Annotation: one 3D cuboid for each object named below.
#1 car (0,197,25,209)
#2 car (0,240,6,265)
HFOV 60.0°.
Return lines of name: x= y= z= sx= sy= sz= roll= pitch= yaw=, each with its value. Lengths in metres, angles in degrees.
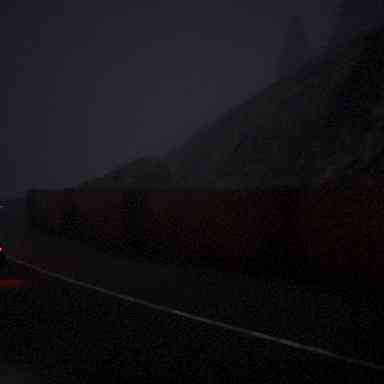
car: x=-23.920 y=1.498 z=45.565 sx=1.837 sy=1.490 sz=4.892 roll=-1 pitch=0 yaw=-5
car: x=-7.286 y=1.542 z=10.170 sx=2.033 sy=1.411 sz=5.357 roll=0 pitch=0 yaw=-43
